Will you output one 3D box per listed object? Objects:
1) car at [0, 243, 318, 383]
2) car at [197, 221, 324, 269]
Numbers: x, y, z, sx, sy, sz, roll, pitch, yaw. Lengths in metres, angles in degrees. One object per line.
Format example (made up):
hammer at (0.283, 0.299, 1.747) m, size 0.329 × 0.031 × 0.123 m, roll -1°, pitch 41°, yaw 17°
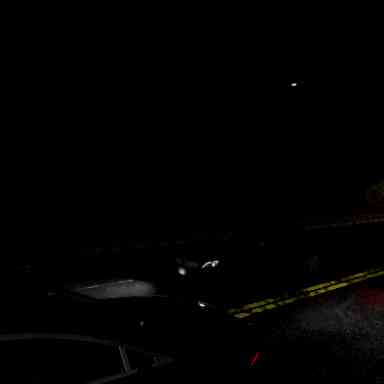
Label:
car at (-1.434, 1.492, 2.440) m, size 4.902 × 1.511 × 2.128 m, roll 0°, pitch 0°, yaw -36°
car at (1.666, 1.528, 8.906) m, size 4.674 × 1.442 × 1.812 m, roll 0°, pitch 0°, yaw -36°
